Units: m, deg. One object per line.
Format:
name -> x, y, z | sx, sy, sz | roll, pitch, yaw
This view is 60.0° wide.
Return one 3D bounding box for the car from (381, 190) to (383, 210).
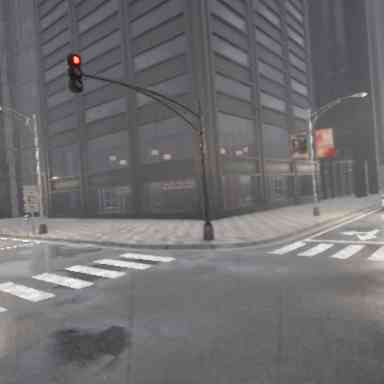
car -> 16.434, 0.293, 26.017 | 2.150, 2.045, 5.566 | -4, 0, 39
